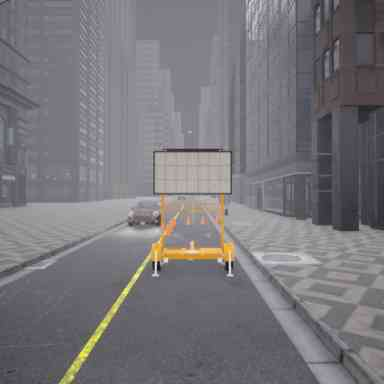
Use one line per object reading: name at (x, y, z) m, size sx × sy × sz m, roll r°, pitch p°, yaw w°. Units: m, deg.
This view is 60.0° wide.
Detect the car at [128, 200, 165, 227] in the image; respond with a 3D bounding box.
car at (-3.076, 1.382, 23.044) m, size 2.097 × 1.767 × 4.553 m, roll 0°, pitch 0°, yaw 0°

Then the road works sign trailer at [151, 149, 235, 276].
road works sign trailer at (0.022, 0.472, 10.307) m, size 2.380 × 3.560 × 2.880 m, roll 0°, pitch 0°, yaw 0°

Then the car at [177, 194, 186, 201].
car at (-2.899, 1.429, 91.336) m, size 2.150 × 2.045 × 5.566 m, roll 0°, pitch 0°, yaw 0°
